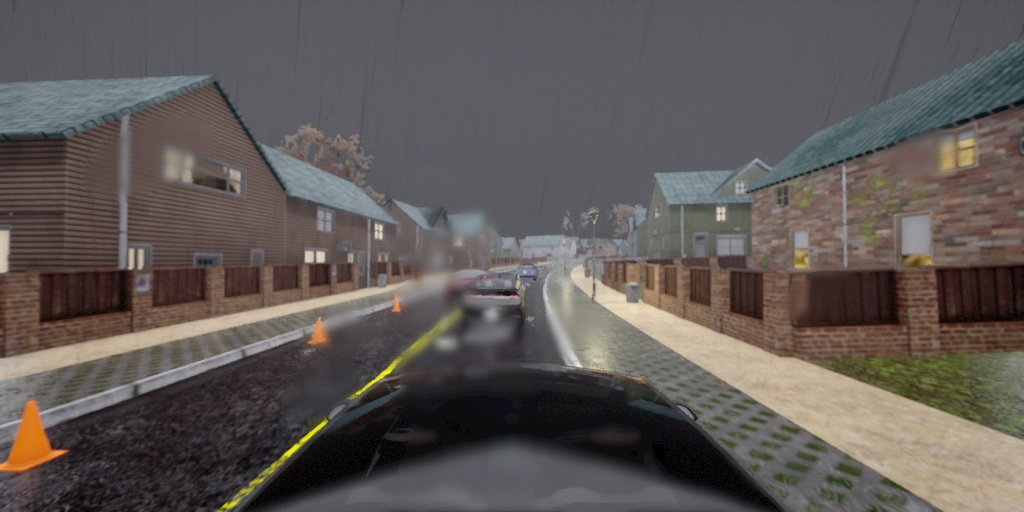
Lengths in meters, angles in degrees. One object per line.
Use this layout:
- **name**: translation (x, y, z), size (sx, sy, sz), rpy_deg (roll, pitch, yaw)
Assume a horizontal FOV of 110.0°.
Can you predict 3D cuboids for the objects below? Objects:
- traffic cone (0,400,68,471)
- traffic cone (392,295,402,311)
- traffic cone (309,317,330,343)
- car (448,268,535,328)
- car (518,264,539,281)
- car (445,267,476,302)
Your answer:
- **traffic cone**: translation (-4.720, 1.719, 3.516), size (0.340, 0.580, 0.340), rpy_deg (0, 0, 1)
- **traffic cone**: translation (-4.367, 1.781, 13.611), size (0.340, 0.580, 0.340), rpy_deg (0, 0, 3)
- **traffic cone**: translation (-4.596, 1.753, 8.566), size (0.340, 0.580, 0.340), rpy_deg (0, 0, 2)
- **car**: translation (-0.427, 1.307, 11.709), size (2.128, 1.511, 4.902), rpy_deg (0, 0, 2)
- **car**: translation (1.391, 1.402, 31.983), size (2.033, 1.411, 5.357), rpy_deg (0, 0, 8)
- **car**: translation (-1.944, 1.318, 17.702), size (1.882, 1.535, 5.008), rpy_deg (0, 0, 3)
